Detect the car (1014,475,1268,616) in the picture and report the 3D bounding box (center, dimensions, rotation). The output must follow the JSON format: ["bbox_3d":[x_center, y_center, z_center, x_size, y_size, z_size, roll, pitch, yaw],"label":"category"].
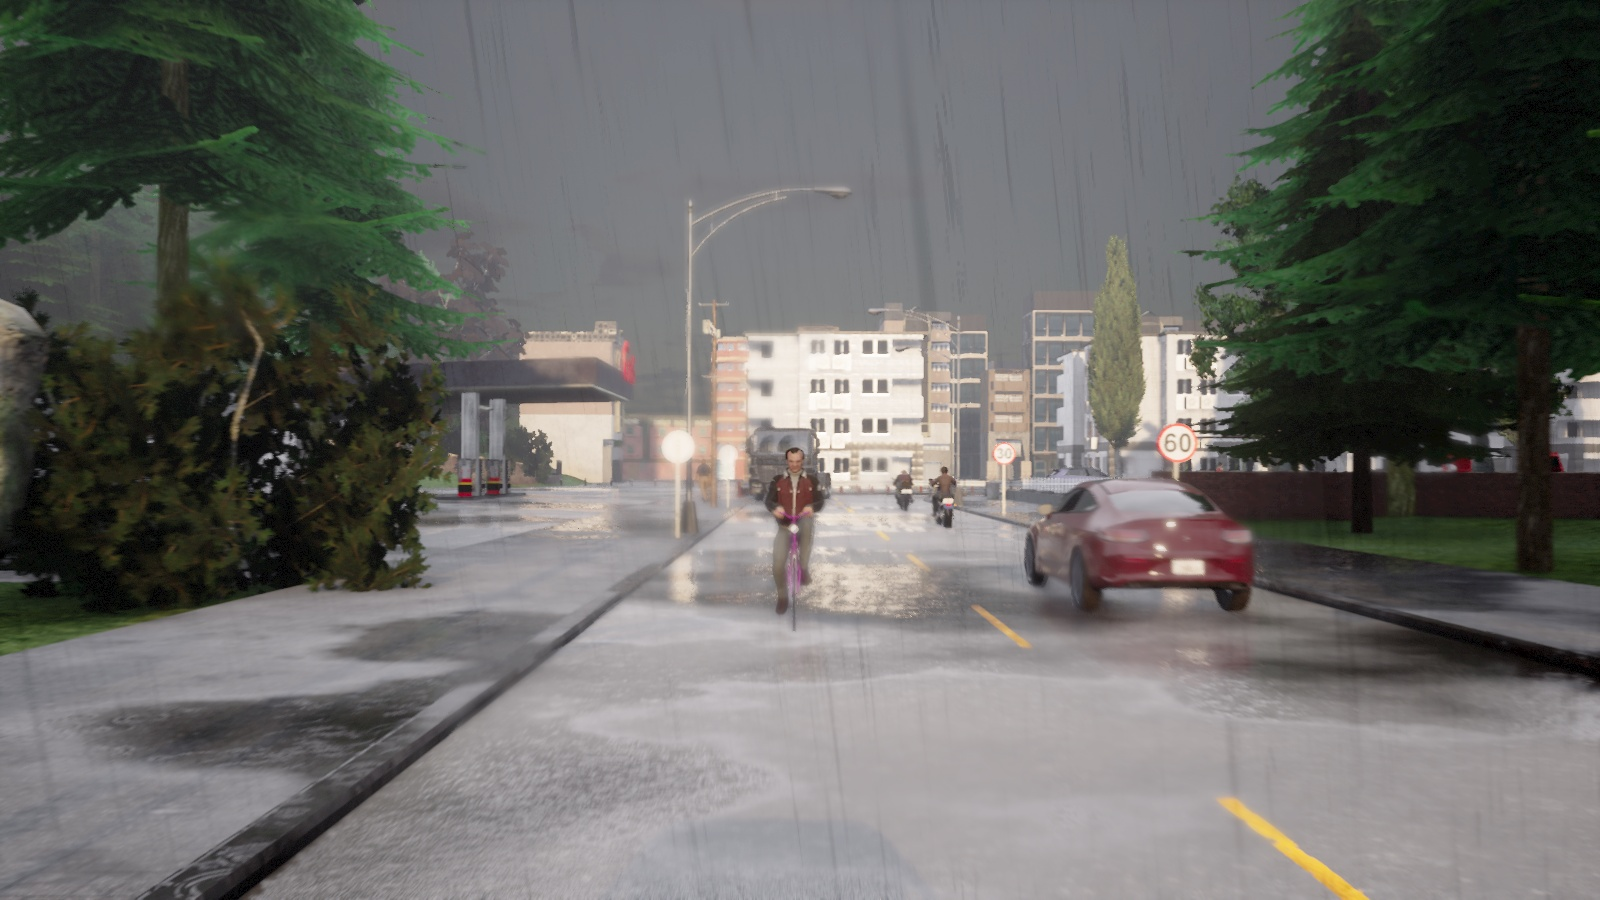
[{"bbox_3d":[3.940,1.036,15.378,1.812,1.442,4.674,0,-1,0],"label":"car"}]

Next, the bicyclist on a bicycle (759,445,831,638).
[{"bbox_3d":[-0.050,0.858,12.537,0.659,1.776,1.843,0,-1,0],"label":"bicyclist on a bicycle"}]

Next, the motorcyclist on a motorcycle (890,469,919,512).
[{"bbox_3d":[3.797,1.475,45.951,0.866,1.530,2.191,0,-1,0],"label":"motorcyclist on a motorcycle"}]

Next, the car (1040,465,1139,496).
[{"bbox_3d":[15.711,1.633,68.233,4.856,1.649,2.033,0,-1,-2],"label":"car"}]

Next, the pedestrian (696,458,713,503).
[{"bbox_3d":[-3.963,1.268,52.035,0.540,1.848,0.694,0,-1,-17],"label":"pedestrian"}]

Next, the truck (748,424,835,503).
[{"bbox_3d":[-0.283,0.667,59.527,2.891,3.462,7.936,0,-1,9],"label":"truck"}]

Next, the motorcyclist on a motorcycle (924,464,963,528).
[{"bbox_3d":[3.853,1.222,33.933,0.766,1.649,2.350,0,-1,0],"label":"motorcyclist on a motorcycle"}]
